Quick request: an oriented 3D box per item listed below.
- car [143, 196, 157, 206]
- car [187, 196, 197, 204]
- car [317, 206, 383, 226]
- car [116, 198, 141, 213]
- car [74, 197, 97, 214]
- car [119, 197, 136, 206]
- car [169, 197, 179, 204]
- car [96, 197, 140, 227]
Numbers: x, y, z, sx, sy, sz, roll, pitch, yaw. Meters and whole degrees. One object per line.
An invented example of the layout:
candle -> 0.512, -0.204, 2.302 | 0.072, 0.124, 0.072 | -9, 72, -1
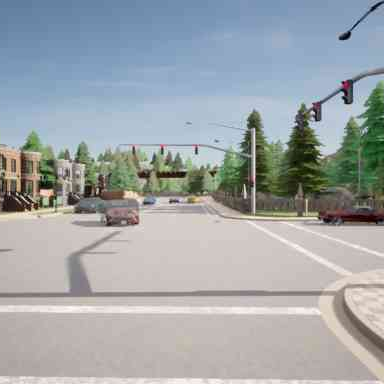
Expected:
car -> -7.043, 1.513, 55.661 | 1.882, 1.535, 5.008 | 0, 0, 0
car -> 0.051, 1.477, 64.944 | 1.882, 1.535, 5.008 | 0, 0, 0
car -> 11.171, 1.601, 22.914 | 4.718, 1.301, 1.895 | 0, 0, 2
car -> -7.124, 1.504, 37.868 | 1.837, 1.490, 4.892 | 0, 0, 0
car -> -10.624, 1.352, 34.687 | 2.097, 1.767, 4.553 | 0, 0, 0
car -> -10.552, 1.526, 54.709 | 1.812, 1.442, 4.674 | 0, 0, 0
car -> -3.450, 1.601, 65.232 | 1.895, 1.301, 4.718 | 0, 0, 0
car -> -5.122, 1.352, 23.071 | 2.097, 1.767, 4.553 | 0, 0, -22
